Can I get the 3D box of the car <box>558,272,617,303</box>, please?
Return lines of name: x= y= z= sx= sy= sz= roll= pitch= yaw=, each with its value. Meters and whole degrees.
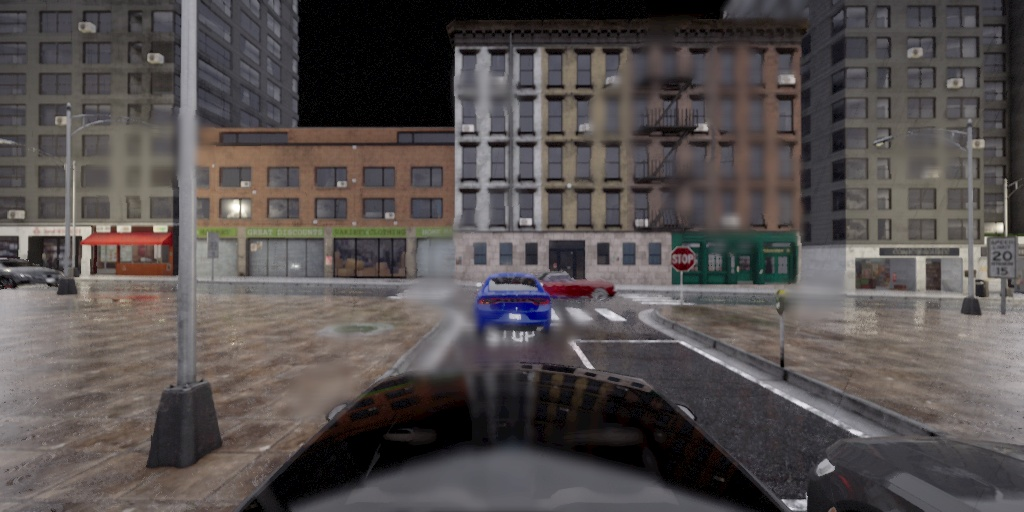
car: x=2.338 y=1.388 z=16.574 sx=4.718 sy=1.301 sz=1.895 roll=1 pitch=-1 yaw=0

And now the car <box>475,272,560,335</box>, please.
car: x=-0.042 y=1.216 z=10.475 sx=1.882 sy=1.535 sz=5.008 roll=0 pitch=0 yaw=-3

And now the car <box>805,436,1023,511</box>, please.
car: x=2.634 y=1.303 z=0.407 sx=2.007 sy=1.370 sz=4.403 roll=0 pitch=0 yaw=0

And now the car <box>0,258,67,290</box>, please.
car: x=-23.895 y=0.828 z=16.767 sx=4.674 sy=1.442 sz=1.812 roll=1 pitch=0 yaw=0
